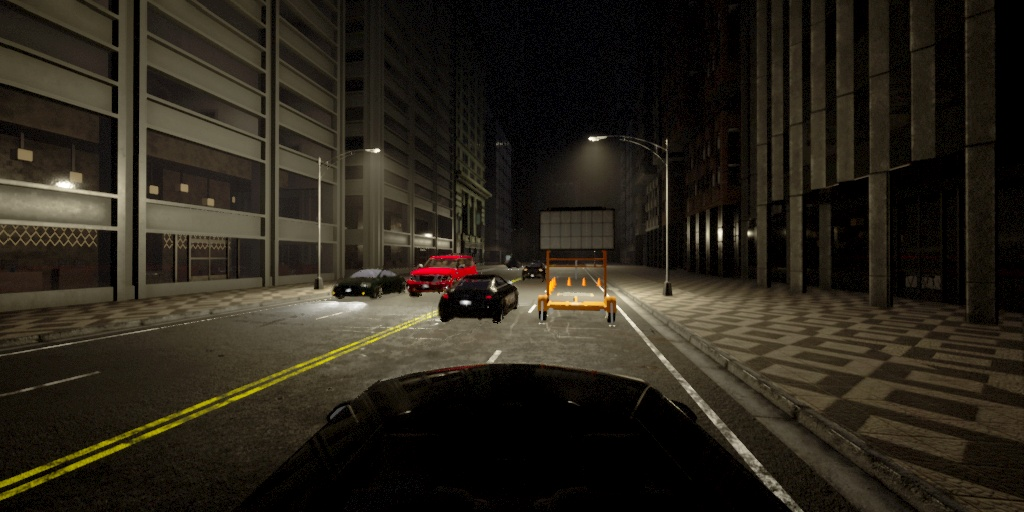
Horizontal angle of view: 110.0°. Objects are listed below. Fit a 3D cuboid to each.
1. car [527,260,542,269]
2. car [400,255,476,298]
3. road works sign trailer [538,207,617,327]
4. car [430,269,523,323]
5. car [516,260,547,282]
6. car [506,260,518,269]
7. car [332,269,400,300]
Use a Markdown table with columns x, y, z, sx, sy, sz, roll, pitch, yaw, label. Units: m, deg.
| x | y | z | sx | sy | sz | roll | pitch | yaw | label |
| --- | --- | --- | --- | --- | --- | --- | --- | --- | --- |
| 3.935 | 1.422 | 61.267 | 2.033 | 1.411 | 5.357 | 0 | 0 | 10 | car |
| -3.396 | 0.984 | 18.723 | 2.150 | 2.045 | 5.566 | 0 | 0 | 10 | car |
| 2.095 | 0.219 | 11.711 | 2.380 | 3.560 | 2.880 | 0 | 0 | 10 | road works sign trailer |
| -0.991 | 1.319 | 12.350 | 1.994 | 1.385 | 4.181 | 0 | 0 | 10 | car |
| 1.984 | 1.280 | 29.669 | 2.128 | 1.511 | 4.902 | 0 | 0 | 10 | car |
| 0.360 | 1.416 | 59.692 | 2.033 | 1.411 | 5.357 | 0 | 0 | 10 | car |
| -6.864 | 1.324 | 17.727 | 1.994 | 1.385 | 4.181 | 0 | 0 | 10 | car |
